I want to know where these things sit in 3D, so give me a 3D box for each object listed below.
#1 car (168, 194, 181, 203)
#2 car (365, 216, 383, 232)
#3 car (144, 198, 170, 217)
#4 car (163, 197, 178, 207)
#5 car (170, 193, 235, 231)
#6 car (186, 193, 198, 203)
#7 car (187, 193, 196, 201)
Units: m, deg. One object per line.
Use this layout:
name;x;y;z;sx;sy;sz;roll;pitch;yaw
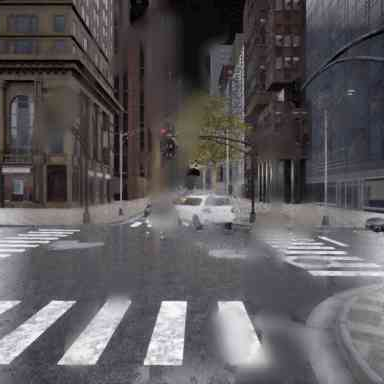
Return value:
car;-3.119;1.192;59.811;2.128;1.511;4.902;0;1;1
car;11.907;1.632;18.342;4.403;1.369;2.008;0;0;0
car;-3.134;1.489;30.286;1.994;1.385;4.181;0;0;0
car;-3.153;1.393;49.415;1.895;1.301;4.718;0;0;0
car;0.680;1.203;20.977;2.150;2.045;5.566;-1;1;-21
car;0.022;1.043;60.775;2.097;1.767;4.553;0;1;0
car;-0.043;1.063;70.662;1.882;1.535;5.008;0;1;0
